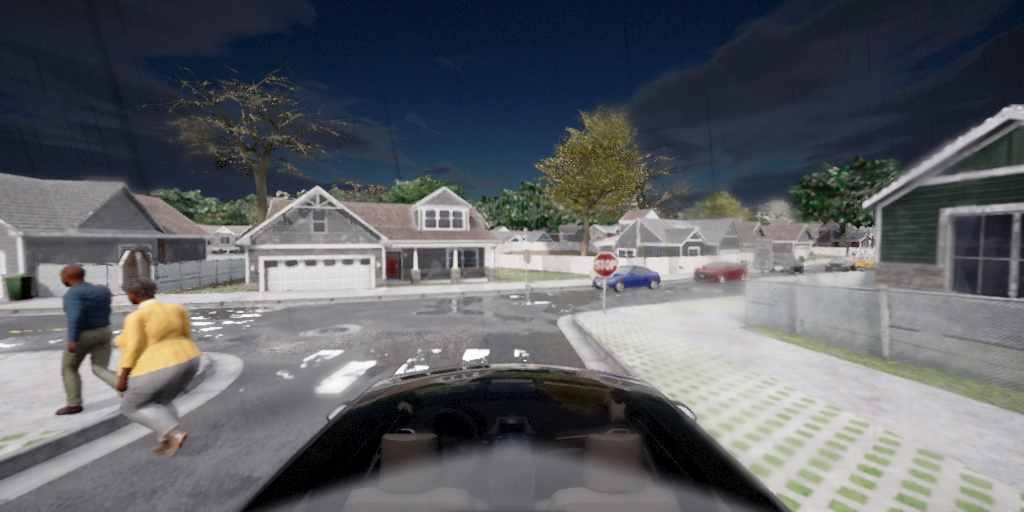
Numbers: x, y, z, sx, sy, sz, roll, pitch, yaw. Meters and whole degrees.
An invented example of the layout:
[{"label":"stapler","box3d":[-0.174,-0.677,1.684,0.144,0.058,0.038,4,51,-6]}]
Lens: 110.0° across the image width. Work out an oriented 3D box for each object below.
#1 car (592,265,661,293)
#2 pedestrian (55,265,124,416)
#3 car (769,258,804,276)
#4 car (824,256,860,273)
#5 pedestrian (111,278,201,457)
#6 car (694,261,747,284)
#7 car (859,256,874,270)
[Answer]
[{"label":"car","box3d":[6.946,1.298,21.537,4.674,1.442,1.812,-1,2,-30]},{"label":"pedestrian","box3d":[-5.024,0.925,4.218,0.375,1.860,0.375,-3,3,0]},{"label":"car","box3d":[26.466,0.987,34.526,4.902,1.511,2.128,-2,3,-38]},{"label":"car","box3d":[33.233,1.015,36.249,4.674,1.442,1.812,-1,3,-38]},{"label":"pedestrian","box3d":[-3.469,1.064,3.555,0.375,1.860,0.375,-3,3,0]},{"label":"car","box3d":[15.594,1.155,26.755,5.008,1.535,1.882,-1,3,-33]},{"label":"car","box3d":[41.094,0.755,42.373,5.008,1.535,1.882,-2,3,-36]}]
